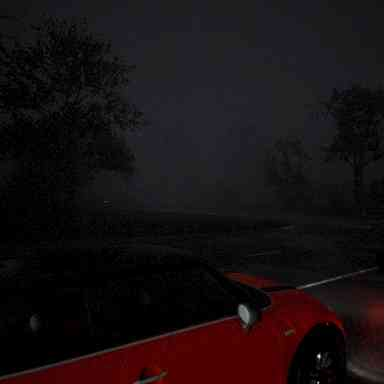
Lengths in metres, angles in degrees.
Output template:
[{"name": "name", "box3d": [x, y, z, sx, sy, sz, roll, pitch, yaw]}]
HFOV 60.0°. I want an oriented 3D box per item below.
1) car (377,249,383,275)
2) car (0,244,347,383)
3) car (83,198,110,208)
[{"name": "car", "box3d": [6.788, 1.601, 8.550, 4.718, 1.301, 1.895, 0, 0, -36]}, {"name": "car", "box3d": [-0.418, 1.352, 3.421, 4.553, 1.767, 2.097, 0, 0, -35]}, {"name": "car", "box3d": [-14.224, 1.649, 49.070, 4.902, 1.511, 2.128, -1, -1, 38]}]
